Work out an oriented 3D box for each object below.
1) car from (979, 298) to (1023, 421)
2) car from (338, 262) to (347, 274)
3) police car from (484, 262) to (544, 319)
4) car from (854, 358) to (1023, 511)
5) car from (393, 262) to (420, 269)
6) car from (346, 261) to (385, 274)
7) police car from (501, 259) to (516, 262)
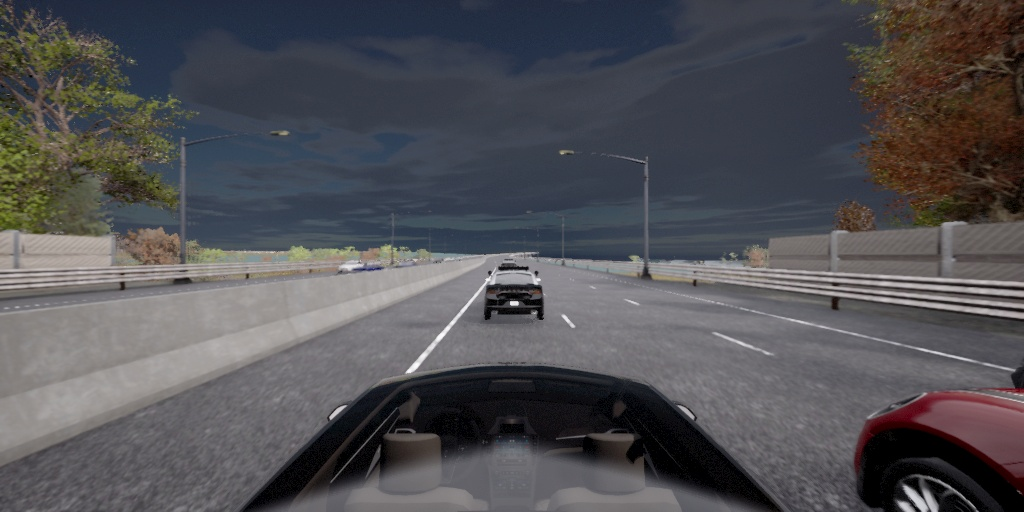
[{"bbox_3d":[7.092,1.274,2.411,1.812,1.442,4.674,0,0,0],"label":"car"},{"bbox_3d":[-18.036,1.265,40.805,1.812,1.442,4.674,0,0,-1],"label":"car"},{"bbox_3d":[0.053,1.173,13.014,1.930,1.638,5.238,0,0,0],"label":"police car"},{"bbox_3d":[3.590,1.100,0.744,2.097,1.767,4.553,0,0,0],"label":"car"},{"bbox_3d":[-10.976,1.287,37.722,2.033,1.411,5.357,0,0,-1],"label":"car"},{"bbox_3d":[-14.445,1.343,36.128,1.895,1.301,4.718,0,0,-1],"label":"car"},{"bbox_3d":[-0.418,1.157,43.958,1.930,1.638,5.238,0,0,-1],"label":"police car"}]
